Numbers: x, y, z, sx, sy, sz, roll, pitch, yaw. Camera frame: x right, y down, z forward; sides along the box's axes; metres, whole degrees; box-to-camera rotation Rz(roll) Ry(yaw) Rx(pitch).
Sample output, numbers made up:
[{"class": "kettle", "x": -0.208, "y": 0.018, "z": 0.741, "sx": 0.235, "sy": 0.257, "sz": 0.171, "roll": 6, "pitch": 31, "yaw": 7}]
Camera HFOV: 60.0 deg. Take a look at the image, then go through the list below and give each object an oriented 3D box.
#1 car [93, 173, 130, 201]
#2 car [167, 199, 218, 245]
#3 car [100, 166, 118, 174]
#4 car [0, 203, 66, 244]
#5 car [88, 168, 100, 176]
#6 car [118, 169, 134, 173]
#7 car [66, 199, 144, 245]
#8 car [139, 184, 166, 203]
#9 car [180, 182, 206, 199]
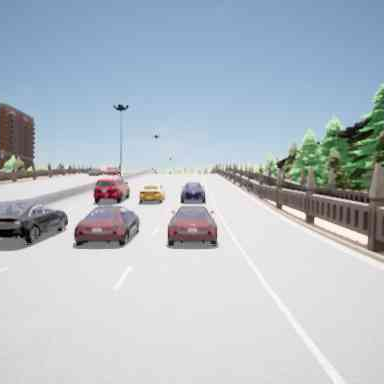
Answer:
[{"class": "car", "x": -6.902, "y": -0.256, "z": 28.936, "sx": 2.150, "sy": 2.045, "sz": 5.566, "roll": 0, "pitch": 6, "yaw": 0}, {"class": "car", "x": 0.030, "y": 1.267, "z": 14.176, "sx": 1.994, "sy": 1.385, "sz": 4.181, "roll": 0, "pitch": 3, "yaw": 1}, {"class": "car", "x": -17.206, "y": -4.417, "z": 71.154, "sx": 2.150, "sy": 2.045, "sz": 5.566, "roll": 0, "pitch": 6, "yaw": 0}, {"class": "car", "x": -6.968, "y": 1.195, "z": 14.228, "sx": 2.128, "sy": 1.511, "sz": 4.902, "roll": 0, "pitch": 3, "yaw": 0}, {"class": "car", "x": -20.706, "y": -4.293, "z": 71.243, "sx": 2.097, "sy": 1.767, "sz": 4.553, "roll": 0, "pitch": 6, "yaw": 0}, {"class": "car", "x": -13.706, "y": -4.169, "z": 71.193, "sx": 1.882, "sy": 1.535, "sz": 5.008, "roll": 0, "pitch": 6, "yaw": 0}, {"class": "car", "x": -3.468, "y": 1.267, "z": 14.202, "sx": 1.994, "sy": 1.385, "sz": 4.181, "roll": 0, "pitch": 3, "yaw": 0}, {"class": "car", "x": -3.401, "y": -0.001, "z": 28.986, "sx": 1.882, "sy": 1.535, "sz": 5.008, "roll": 0, "pitch": 6, "yaw": 0}, {"class": "car", "x": 0.100, "y": -0.131, "z": 28.982, "sx": 2.097, "sy": 1.767, "sz": 4.553, "roll": 0, "pitch": 5, "yaw": 0}]
